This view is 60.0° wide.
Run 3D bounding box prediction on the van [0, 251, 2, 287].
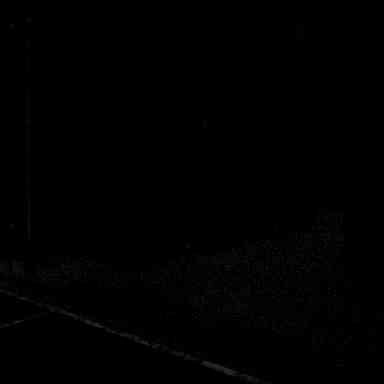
[{"bbox_3d":[-5.778,1.339,7.194,3.998,1.788,1.690,0,0,35],"label":"van"}]
